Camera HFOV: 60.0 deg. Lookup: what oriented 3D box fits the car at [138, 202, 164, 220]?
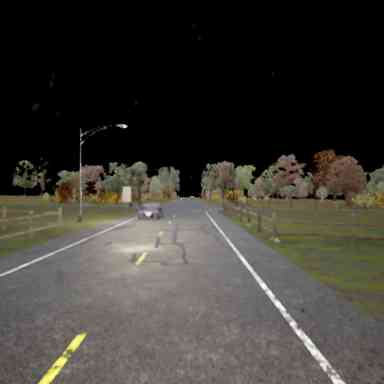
[{"bbox_3d":[-3.596,1.661,29.869,2.128,1.511,4.902,0,0,0],"label":"car"}]
